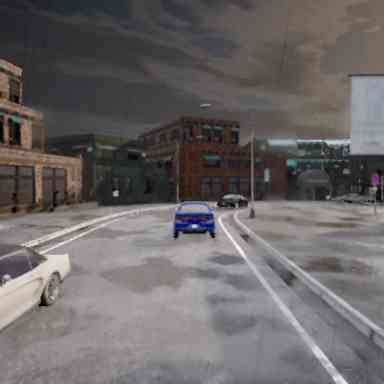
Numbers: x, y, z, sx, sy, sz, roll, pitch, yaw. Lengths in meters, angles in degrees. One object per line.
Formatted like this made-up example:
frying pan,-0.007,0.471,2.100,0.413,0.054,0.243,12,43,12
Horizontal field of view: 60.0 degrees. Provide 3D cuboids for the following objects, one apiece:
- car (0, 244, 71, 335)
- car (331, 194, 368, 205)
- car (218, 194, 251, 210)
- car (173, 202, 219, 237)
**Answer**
car,-3.599,1.578,5.074,1.895,1.301,4.718,0,1,0
car,22.295,1.019,47.194,4.902,1.511,2.128,1,2,-3
car,4.482,0.952,34.579,1.882,1.535,5.008,1,1,34
car,0.137,1.260,16.577,1.882,1.535,5.008,0,1,1
